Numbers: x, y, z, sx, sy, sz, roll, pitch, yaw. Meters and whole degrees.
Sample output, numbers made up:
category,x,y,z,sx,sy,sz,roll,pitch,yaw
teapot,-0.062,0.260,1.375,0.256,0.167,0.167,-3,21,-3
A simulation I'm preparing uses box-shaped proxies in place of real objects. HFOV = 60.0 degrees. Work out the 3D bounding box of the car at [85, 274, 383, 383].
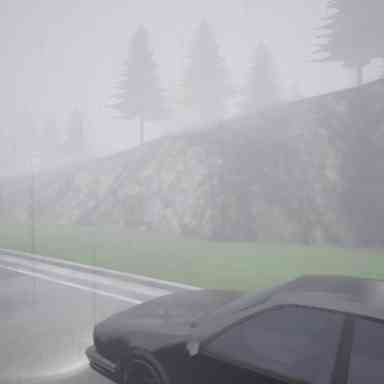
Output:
category,x,y,z,sx,sy,sz,roll,pitch,yaw
car,1.374,1.549,3.013,5.357,1.411,2.033,0,0,36
